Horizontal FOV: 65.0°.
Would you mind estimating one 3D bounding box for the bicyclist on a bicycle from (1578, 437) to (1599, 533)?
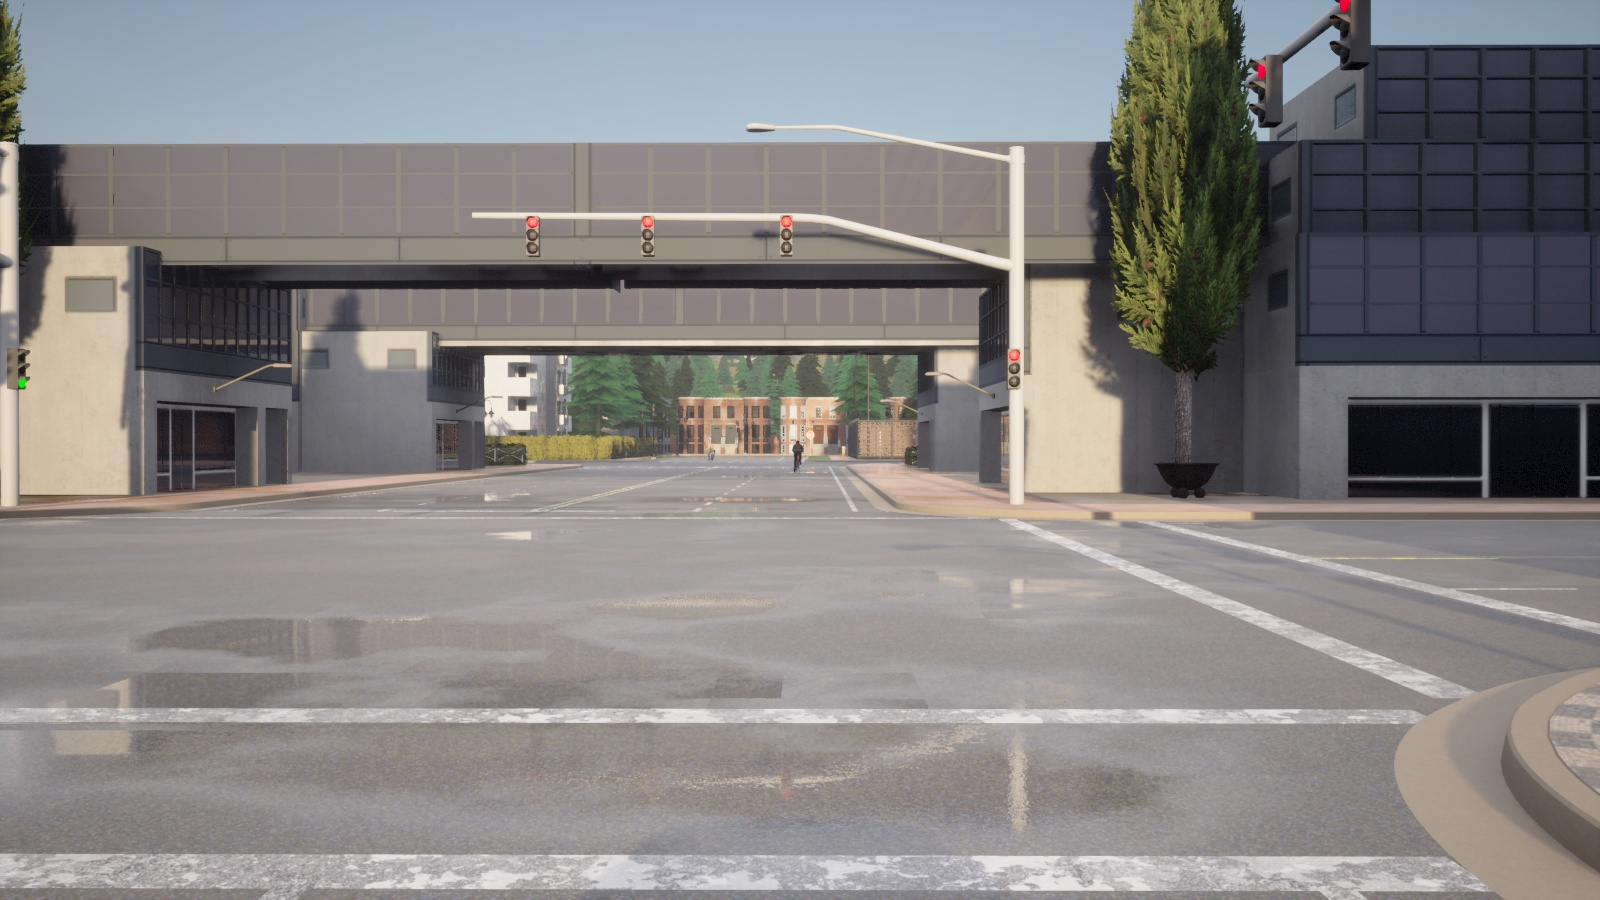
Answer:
[{"bbox_3d":[14.310,0.590,21.474,1.656,1.620,0.582,0,0,0],"label":"bicyclist on a bicycle"}]
